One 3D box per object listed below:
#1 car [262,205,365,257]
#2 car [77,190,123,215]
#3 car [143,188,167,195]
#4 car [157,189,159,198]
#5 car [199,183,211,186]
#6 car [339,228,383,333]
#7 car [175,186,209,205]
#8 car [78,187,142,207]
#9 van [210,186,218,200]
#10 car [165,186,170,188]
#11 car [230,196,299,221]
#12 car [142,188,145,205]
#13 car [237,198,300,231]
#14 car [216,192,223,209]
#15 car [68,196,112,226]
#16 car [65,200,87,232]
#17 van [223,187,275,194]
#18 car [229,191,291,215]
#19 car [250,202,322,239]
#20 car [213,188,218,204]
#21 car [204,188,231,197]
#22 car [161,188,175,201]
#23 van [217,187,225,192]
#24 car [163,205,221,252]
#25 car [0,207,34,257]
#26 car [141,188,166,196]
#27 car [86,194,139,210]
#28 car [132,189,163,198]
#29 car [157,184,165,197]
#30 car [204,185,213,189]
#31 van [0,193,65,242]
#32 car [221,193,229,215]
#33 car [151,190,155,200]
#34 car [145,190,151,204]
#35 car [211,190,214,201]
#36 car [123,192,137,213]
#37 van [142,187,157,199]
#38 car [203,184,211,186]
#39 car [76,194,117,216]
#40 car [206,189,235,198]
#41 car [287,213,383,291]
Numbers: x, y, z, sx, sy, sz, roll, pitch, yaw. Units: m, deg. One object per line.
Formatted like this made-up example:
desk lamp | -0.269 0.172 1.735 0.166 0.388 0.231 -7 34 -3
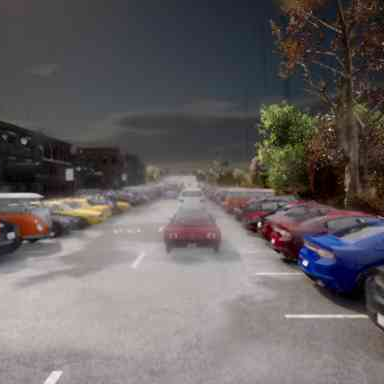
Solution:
car | 4.895 1.313 9.956 5.008 1.535 2.097 0 1 0
car | -7.643 0.953 23.999 4.553 1.767 2.185 0 1 0
car | -7.690 -0.062 69.218 4.674 1.452 2.002 0 2 0
car | -7.682 0.617 49.450 4.674 1.452 2.002 0 2 0
car | 5.094 -0.969 95.256 4.553 1.767 2.185 0 2 0
car | 4.898 1.409 4.309 4.892 1.521 2.231 0 1 0
car | 0.021 0.767 27.304 2.150 2.045 5.566 0 1 1
car | -7.648 0.733 29.647 5.566 2.045 2.435 0 1 0
van | 4.773 0.569 41.009 4.442 1.987 1.878 0 1 0
car | -7.504 0.089 63.569 5.366 1.575 1.946 0 2 0
car | 4.891 1.170 18.550 5.008 1.535 2.097 0 1 0
car | -7.647 0.764 35.300 4.553 1.767 2.185 0 1 0
car | 4.902 1.217 15.727 5.008 1.535 2.097 0 1 0
car | 4.899 0.984 29.718 4.892 1.521 2.231 0 1 0
car | -7.486 1.170 18.350 5.366 1.575 1.946 0 1 0
car | -7.673 1.260 15.526 4.674 1.452 2.002 0 1 0
van | 5.009 0.805 26.889 4.442 1.987 1.878 0 1 0
car | 4.926 0.997 21.371 4.553 1.767 2.185 0 1 0
car | 4.928 1.296 12.780 4.792 1.488 2.163 0 1 0
car | 4.861 0.761 35.487 4.553 1.767 2.185 0 1 0
car | 4.884 0.087 63.735 5.008 1.535 2.097 0 2 0
car | -3.354 0.547 51.662 1.812 1.442 4.674 0 2 0
van | 5.010 0.711 32.539 4.442 1.987 1.878 0 1 0
car | 0.033 1.386 12.819 1.895 1.301 4.718 0 1 1
car | -7.698 1.344 9.875 4.792 1.488 2.163 0 1 0
car | -7.688 0.035 66.394 4.674 1.452 2.002 0 2 0
car | -7.675 0.977 32.477 4.674 1.452 2.002 0 1 0
car | -7.682 0.286 57.921 5.008 1.535 2.097 0 2 0
car | -7.715 0.132 55.088 5.566 2.045 2.435 0 2 0
car | 4.864 0.320 49.617 5.566 2.045 2.435 0 2 0
van | -7.553 1.041 12.696 4.442 1.987 1.878 0 1 0
car | 4.899 1.075 24.196 5.008 1.535 2.097 0 1 0
car | -7.679 0.783 43.787 4.674 1.452 2.002 0 1 0
car | -7.685 0.842 38.127 5.008 1.535 2.097 0 1 0
car | 4.923 0.872 38.187 4.792 1.488 2.163 0 1 0
car | -7.490 1.028 26.826 5.366 1.575 1.946 0 1 0
van | -7.567 0.440 46.737 4.442 1.987 1.878 0 2 0
car | 4.857 -0.131 66.429 4.553 1.767 2.185 0 2 0
car | -7.859 1.123 21.175 5.366 1.575 1.946 0 1 0
car | 4.897 0.286 57.966 4.892 1.521 2.231 0 2 0
car | 4.896 1.360 7.132 5.008 1.535 2.097 0 1 0
